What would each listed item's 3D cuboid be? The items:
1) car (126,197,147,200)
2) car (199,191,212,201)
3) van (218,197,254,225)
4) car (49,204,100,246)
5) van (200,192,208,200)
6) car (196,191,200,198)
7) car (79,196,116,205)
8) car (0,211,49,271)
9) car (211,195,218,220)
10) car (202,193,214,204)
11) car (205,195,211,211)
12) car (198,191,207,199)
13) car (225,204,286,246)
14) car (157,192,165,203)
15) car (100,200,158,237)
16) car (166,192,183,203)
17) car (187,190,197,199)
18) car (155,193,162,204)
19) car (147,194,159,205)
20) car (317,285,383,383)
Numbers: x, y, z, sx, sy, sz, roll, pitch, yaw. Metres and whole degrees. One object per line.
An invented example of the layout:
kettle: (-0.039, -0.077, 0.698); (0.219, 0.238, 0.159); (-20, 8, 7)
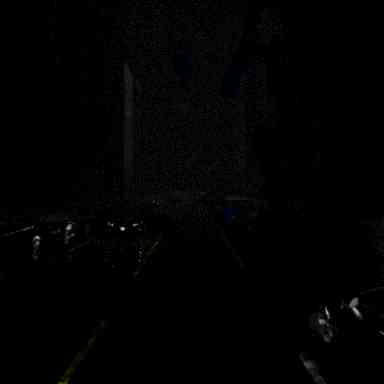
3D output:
car: (-5.774, 1.354, 31.324); (1.947, 1.339, 4.313); (0, 0, 0)
car: (2.741, 0.963, 53.775); (2.192, 1.841, 5.009); (0, 0, 0)
van: (2.756, 1.203, 20.122); (1.690, 1.788, 3.998); (0, 0, 0)
car: (-5.767, 1.451, 14.496); (2.008, 1.369, 4.403); (0, 0, 0)
van: (2.732, 0.854, 76.212); (1.690, 1.788, 3.998); (0, 0, 0)
car: (2.323, 1.033, 65.745); (1.801, 1.575, 5.366); (0, 0, 0)
car: (-5.769, 1.178, 20.103); (2.192, 1.841, 5.009); (0, 0, 0)
car: (-5.765, 1.378, 8.885); (1.967, 1.590, 4.097); (0, 0, 0)
car: (2.753, 1.265, 25.731); (1.967, 1.590, 4.097); (0, 0, 0)
car: (2.743, 1.264, 48.168); (1.802, 1.307, 4.206); (0, 0, 0)
car: (2.748, 1.318, 36.950); (1.947, 1.339, 4.313); (0, 0, 0)
car: (2.727, 0.762, 87.430); (2.192, 1.841, 5.009); (0, 0, 0)
car: (2.758, 1.445, 14.514); (1.887, 1.381, 4.507); (0, 0, 0)
car: (-5.784, 1.175, 53.591); (1.752, 1.417, 4.829); (0, 0, 0)
car: (-3.107, 1.386, 17.307); (1.837, 1.490, 4.892); (0, 0, 0)
car: (-3.081, 1.187, 57.743); (1.994, 1.385, 4.181); (0, 0, 1)
car: (-0.035, 0.587, 83.485); (2.150, 2.045, 5.566); (0, 0, 0)
car: (-5.782, 1.264, 48.152); (1.802, 1.307, 4.206); (0, 0, 0)
car: (-5.779, 1.268, 42.542); (2.008, 1.369, 4.403); (0, 0, 0)
car: (2.763, 1.542, 3.296); (1.947, 1.339, 4.313); (0, 0, 0)
